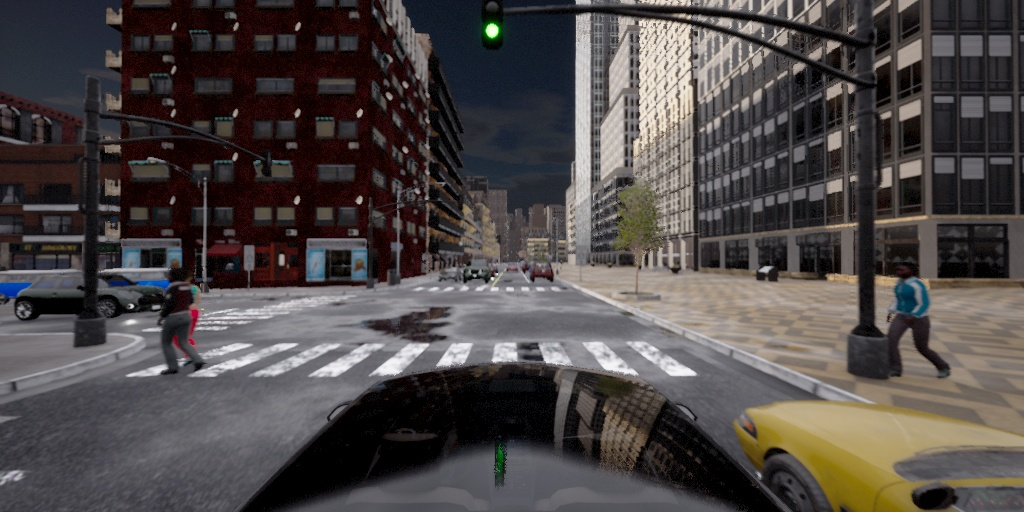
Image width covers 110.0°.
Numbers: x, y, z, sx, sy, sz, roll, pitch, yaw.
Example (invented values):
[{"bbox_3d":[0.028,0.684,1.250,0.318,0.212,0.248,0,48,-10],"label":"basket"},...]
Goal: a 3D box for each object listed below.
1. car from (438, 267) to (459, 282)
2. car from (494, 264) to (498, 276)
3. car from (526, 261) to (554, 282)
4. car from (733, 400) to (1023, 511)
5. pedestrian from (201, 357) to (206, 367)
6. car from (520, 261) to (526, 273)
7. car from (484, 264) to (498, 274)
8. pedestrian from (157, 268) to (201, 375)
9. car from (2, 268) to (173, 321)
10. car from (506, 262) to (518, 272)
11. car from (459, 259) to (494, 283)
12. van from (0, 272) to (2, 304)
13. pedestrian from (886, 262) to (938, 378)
[{"bbox_3d":[-5.670,1.660,33.255,2.007,1.370,4.403,0,0,0],"label":"car"},{"bbox_3d":[-3.066,1.568,42.140,2.097,1.767,4.553,0,-1,0],"label":"car"},{"bbox_3d":[2.710,1.424,33.250,2.192,1.841,5.009,0,0,0],"label":"car"},{"bbox_3d":[2.687,1.266,1.009,1.751,1.417,4.829,0,0,0],"label":"car"},{"bbox_3d":[-6.120,1.104,6.736,0.375,1.860,0.375,0,0,0],"label":"pedestrian"},{"bbox_3d":[2.725,1.694,55.353,2.192,1.841,5.009,0,0,0],"label":"car"},{"bbox_3d":[-3.055,1.884,53.708,1.812,1.442,4.674,0,-1,0],"label":"car"},{"bbox_3d":[-5.776,1.095,6.203,0.375,1.860,0.375,0,0,0],"label":"pedestrian"},{"bbox_3d":[-16.427,1.491,14.280,4.553,1.767,2.097,-1,0,-1],"label":"car"},{"bbox_3d":[0.040,2.033,62.450,1.994,1.385,4.181,0,-1,0],"label":"car"},{"bbox_3d":[-3.065,1.320,32.323,2.150,2.045,5.566,0,-1,0],"label":"car"},{"bbox_3d":[-26.294,1.683,19.975,3.998,1.789,1.690,0,0,0],"label":"van"},{"bbox_3d":[6.097,0.934,5.517,0.375,1.860,0.375,0,0,0],"label":"pedestrian"}]
